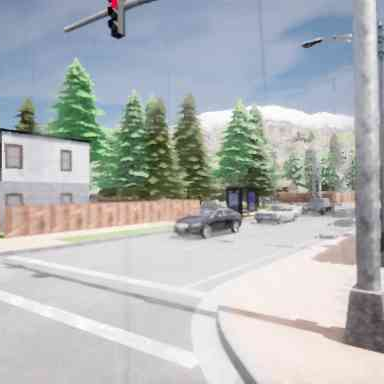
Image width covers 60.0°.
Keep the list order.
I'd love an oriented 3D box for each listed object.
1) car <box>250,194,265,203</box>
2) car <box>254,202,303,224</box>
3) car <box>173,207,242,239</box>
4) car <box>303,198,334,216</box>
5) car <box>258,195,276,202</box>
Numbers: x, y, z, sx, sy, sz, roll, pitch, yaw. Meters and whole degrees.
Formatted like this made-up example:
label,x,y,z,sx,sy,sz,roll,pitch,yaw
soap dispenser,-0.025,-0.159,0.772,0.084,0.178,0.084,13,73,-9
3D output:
label,x,y,z,sx,sy,sz,roll,pitch,yaw
car,14.966,1.493,76.141,1.905,1.878,3.866,-1,0,36
car,6.583,1.686,25.651,1.895,1.301,4.718,-1,0,37
car,0.952,1.585,18.269,2.128,1.511,4.902,-1,0,37
car,12.783,1.428,33.754,2.097,1.767,4.553,-1,0,38
car,17.228,1.461,74.979,1.932,1.855,4.605,-1,0,36
